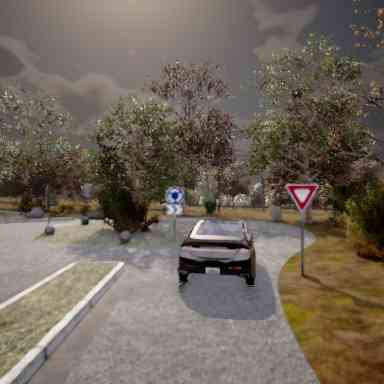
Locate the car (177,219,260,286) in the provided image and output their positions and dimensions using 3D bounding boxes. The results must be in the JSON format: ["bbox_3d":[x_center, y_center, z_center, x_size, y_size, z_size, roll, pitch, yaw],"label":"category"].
[{"bbox_3d":[0.869,1.518,9.482,2.128,1.511,4.902,1,-1,10],"label":"car"}]
